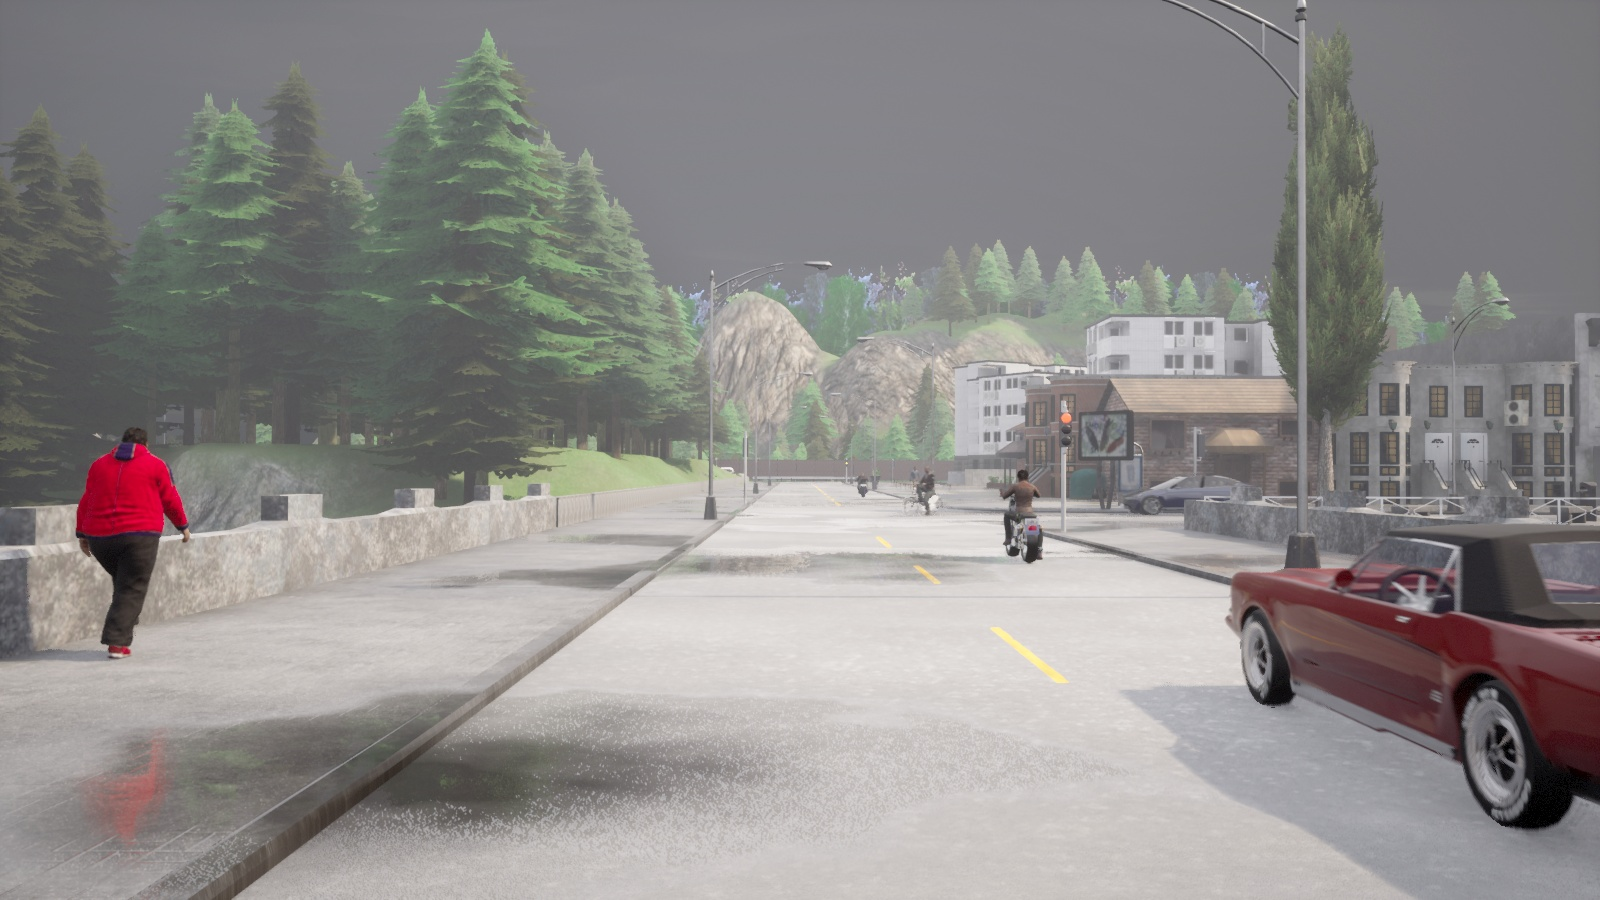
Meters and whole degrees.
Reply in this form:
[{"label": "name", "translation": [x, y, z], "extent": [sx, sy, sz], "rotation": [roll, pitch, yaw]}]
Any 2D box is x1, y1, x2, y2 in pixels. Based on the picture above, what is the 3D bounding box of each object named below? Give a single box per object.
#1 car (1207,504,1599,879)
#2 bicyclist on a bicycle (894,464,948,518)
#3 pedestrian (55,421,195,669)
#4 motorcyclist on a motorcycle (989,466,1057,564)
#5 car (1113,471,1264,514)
[{"label": "car", "translation": [3.983, 1.016, 6.975], "extent": [1.895, 1.301, 4.718], "rotation": [0, -1, 0]}, {"label": "bicyclist on a bicycle", "translation": [4.153, 1.389, 42.997], "extent": [1.843, 1.776, 0.659], "rotation": [1, 0, -38]}, {"label": "pedestrian", "translation": [-5.241, 0.710, 9.805], "extent": [0.634, 1.844, 0.899], "rotation": [0, -1, -3]}, {"label": "motorcyclist on a motorcycle", "translation": [3.944, 1.124, 22.380], "extent": [0.766, 1.649, 2.350], "rotation": [0, -1, 0]}, {"label": "car", "translation": [14.086, 1.524, 45.739], "extent": [4.792, 1.488, 2.163], "rotation": [0, -1, 0]}]
